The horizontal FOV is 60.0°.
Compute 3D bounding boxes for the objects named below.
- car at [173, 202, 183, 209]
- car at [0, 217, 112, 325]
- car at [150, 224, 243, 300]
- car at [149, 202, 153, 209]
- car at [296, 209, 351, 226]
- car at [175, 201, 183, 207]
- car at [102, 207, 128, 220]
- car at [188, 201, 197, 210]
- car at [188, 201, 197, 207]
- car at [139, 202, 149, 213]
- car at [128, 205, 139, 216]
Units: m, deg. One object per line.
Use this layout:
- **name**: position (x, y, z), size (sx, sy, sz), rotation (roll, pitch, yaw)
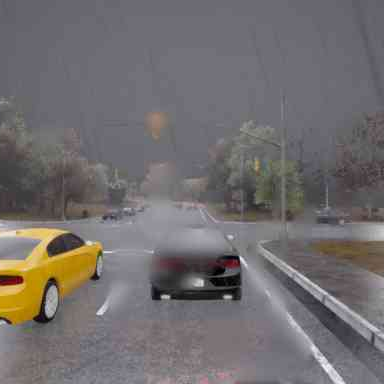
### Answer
- **car**: position (-3.370, 3.189, 76.721), size (1.837, 1.490, 4.892), rotation (0, 0, 0)
- **car**: position (-3.408, 1.543, 7.336), size (1.882, 1.535, 5.008), rotation (0, -1, 0)
- **car**: position (0.098, 1.566, 8.579), size (1.882, 1.535, 5.008), rotation (0, -1, 0)
- **car**: position (-10.367, 3.188, 79.519), size (2.033, 1.411, 5.357), rotation (0, 0, 0)
- **car**: position (12.449, 2.441, 31.612), size (4.892, 1.490, 1.837), rotation (0, -2, 0)
- **car**: position (-3.471, 3.173, 86.790), size (1.994, 1.385, 4.181), rotation (0, 0, -3)
- **car**: position (-10.535, 3.005, 44.796), size (2.033, 1.411, 5.357), rotation (0, -2, 1)
- **car**: position (0.131, 3.047, 76.210), size (2.097, 1.767, 4.553), rotation (0, 0, 0)
- **car**: position (0.045, 3.168, 86.367), size (2.033, 1.411, 5.357), rotation (0, 0, -3)
- **car**: position (-10.428, 3.251, 65.096), size (2.128, 1.511, 4.902), rotation (0, 0, 1)
- **car**: position (-10.491, 3.215, 54.667), size (1.812, 1.442, 4.674), rotation (0, -1, 0)
